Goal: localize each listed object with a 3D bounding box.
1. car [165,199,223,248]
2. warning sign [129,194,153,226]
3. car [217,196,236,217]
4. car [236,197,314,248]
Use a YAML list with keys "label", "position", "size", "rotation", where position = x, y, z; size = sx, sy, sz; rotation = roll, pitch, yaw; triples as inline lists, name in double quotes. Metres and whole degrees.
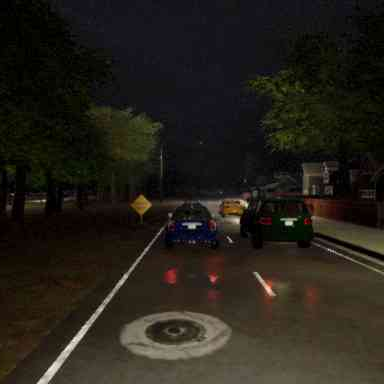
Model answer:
- label: "car"
  position: [0.000, 1.333, 14.619]
  size: [2.097, 1.767, 4.553]
  rotation: [0, 0, 0]
- label: "warning sign"
  position: [-3.045, 1.063, 20.014]
  size: [1.300, 1.860, 1.060]
  rotation: [0, 1, 0]
- label: "car"
  position: [3.500, 1.390, 29.648]
  size: [1.882, 1.535, 5.008]
  rotation: [0, 0, 0]
- label: "car"
  position: [3.500, 1.224, 14.678]
  size: [2.150, 2.045, 5.566]
  rotation: [0, 0, 0]
